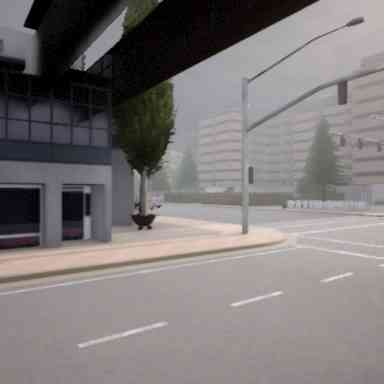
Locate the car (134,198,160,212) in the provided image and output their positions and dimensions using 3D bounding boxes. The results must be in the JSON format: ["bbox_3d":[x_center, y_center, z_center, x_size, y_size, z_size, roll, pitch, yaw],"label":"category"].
[{"bbox_3d":[-6.159,1.485,38.538,2.128,1.511,4.902,0,0,-36],"label":"car"}]

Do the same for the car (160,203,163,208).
[{"bbox_3d":[-5.911,1.540,44.191,2.033,1.411,5.357,0,0,-36],"label":"car"}]
